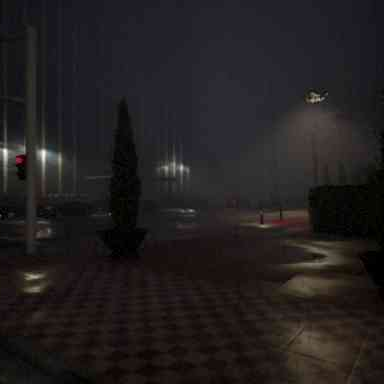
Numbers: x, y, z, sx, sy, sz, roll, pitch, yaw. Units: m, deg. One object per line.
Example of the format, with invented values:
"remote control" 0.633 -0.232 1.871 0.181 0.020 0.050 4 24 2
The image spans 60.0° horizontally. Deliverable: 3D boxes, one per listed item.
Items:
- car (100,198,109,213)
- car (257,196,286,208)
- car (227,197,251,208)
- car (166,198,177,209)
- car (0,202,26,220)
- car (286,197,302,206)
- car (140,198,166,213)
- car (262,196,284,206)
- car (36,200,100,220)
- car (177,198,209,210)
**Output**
"car" -8.941 1.253 37.475 2.150 2.045 5.566 0 0 35
"car" 11.038 1.567 47.399 2.033 1.411 5.357 0 0 35
"car" 6.761 1.516 47.379 2.128 1.511 4.902 0 0 35
"car" -2.933 1.523 46.045 2.128 1.511 4.902 0 0 35
"car" -14.877 1.596 28.970 1.994 1.385 4.181 0 0 35
"car" 17.123 1.511 56.107 2.128 1.511 4.902 0 0 35
"car" -5.399 1.532 36.426 1.837 1.490 4.892 0 0 35
"car" 14.188 1.515 58.016 2.128 1.511 4.902 0 0 35
"car" -10.744 1.533 28.775 1.837 1.490 4.892 0 0 35
"car" 0.511 1.553 44.856 1.812 1.442 4.674 0 0 35
